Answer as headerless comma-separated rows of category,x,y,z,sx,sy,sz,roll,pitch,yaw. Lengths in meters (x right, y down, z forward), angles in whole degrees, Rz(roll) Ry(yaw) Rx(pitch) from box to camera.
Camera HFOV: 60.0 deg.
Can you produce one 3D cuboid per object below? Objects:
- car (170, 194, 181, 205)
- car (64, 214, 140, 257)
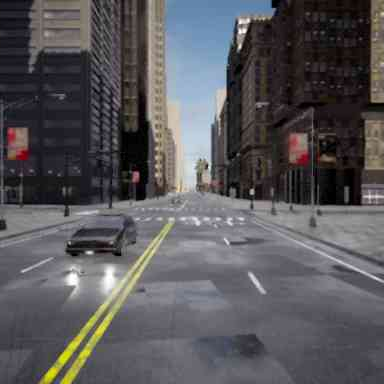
car,-3.244,1.755,67.307,2.128,1.511,4.902,0,0,0
car,-3.340,1.611,13.523,2.033,1.411,5.357,0,0,0
